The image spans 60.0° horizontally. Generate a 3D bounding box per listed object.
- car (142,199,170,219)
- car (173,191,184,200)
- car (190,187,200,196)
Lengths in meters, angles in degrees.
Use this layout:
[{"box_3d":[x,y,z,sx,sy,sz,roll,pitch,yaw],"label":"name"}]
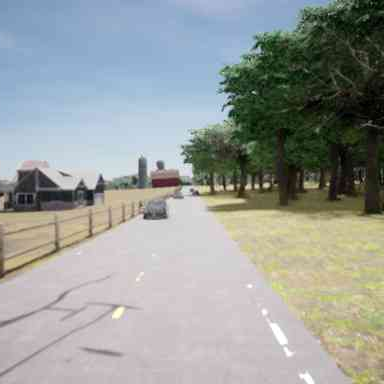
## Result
[{"box_3d":[-2.830,1.355,27.047,1.837,1.490,4.892,0,1,0],"label":"car"},{"box_3d":[-2.714,0.568,67.600,2.097,1.767,4.553,0,1,0],"label":"car"},{"box_3d":[1.017,0.199,87.896,1.812,1.442,4.674,0,2,0],"label":"car"}]
